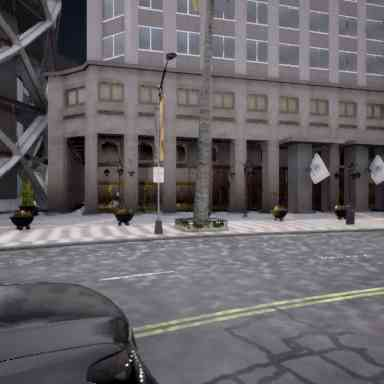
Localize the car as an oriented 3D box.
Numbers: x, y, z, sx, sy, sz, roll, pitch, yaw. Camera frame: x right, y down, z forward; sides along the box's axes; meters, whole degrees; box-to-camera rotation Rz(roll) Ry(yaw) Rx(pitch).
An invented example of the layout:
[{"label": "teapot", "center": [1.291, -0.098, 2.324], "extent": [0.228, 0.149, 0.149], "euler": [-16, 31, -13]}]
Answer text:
[{"label": "car", "center": [-2.884, 1.223, 1.601], "extent": [5.566, 2.045, 2.150], "euler": [0, 0, -36]}]
